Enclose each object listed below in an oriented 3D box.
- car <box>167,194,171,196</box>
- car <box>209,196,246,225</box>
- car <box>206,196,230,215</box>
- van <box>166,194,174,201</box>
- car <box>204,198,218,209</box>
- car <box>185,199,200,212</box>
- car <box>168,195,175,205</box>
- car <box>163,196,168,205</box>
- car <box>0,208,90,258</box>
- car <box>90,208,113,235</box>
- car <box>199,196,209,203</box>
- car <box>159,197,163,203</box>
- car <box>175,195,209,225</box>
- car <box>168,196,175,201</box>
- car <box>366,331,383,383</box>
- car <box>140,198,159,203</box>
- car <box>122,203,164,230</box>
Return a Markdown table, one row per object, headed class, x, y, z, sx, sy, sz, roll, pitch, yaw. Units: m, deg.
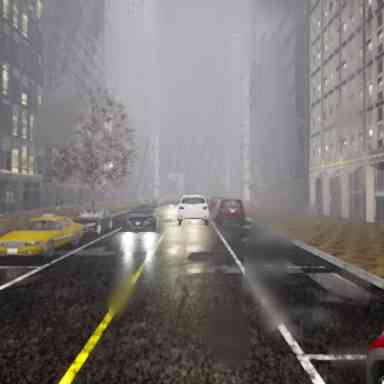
| class | x | y | z | sx | sy | sz | roll | pitch | yaw |
| --- | --- | --- | --- | --- | --- | --- | --- | --- | --- |
| car | -5.687 | 1.656 | 70.036 | 2.008 | 1.369 | 4.403 | 0 | 0 | 0 |
| car | 2.694 | 1.361 | 24.486 | 2.192 | 1.841 | 5.009 | 0 | 0 | 0 |
| car | 2.695 | 1.380 | 35.871 | 2.192 | 1.841 | 5.009 | 0 | 0 | 0 |
| van | -5.686 | 1.460 | 87.113 | 1.690 | 1.788 | 3.998 | 0 | 0 | 0 |
| car | 2.694 | 1.606 | 47.424 | 1.752 | 1.417 | 4.829 | 0 | 0 | 0 |
| car | 0.099 | 1.599 | 41.823 | 1.812 | 1.442 | 4.674 | 0 | 0 | 0 |
| car | -3.031 | 1.698 | 62.231 | 1.895 | 1.301 | 4.718 | 0 | 0 | 1 |
| car | -5.687 | 1.676 | 58.650 | 1.802 | 1.307 | 4.206 | 0 | 0 | 0 |
| car | -5.688 | 1.552 | 12.942 | 1.752 | 1.417 | 4.829 | 0 | 0 | 0 |
| car | -5.688 | 1.588 | 18.805 | 2.008 | 1.369 | 4.403 | 0 | 0 | 0 |
| car | 2.694 | 1.675 | 75.715 | 1.947 | 1.339 | 4.313 | 0 | 0 | 0 |
| car | -5.687 | 1.646 | 47.267 | 1.947 | 1.339 | 4.313 | 0 | 0 | 0 |
| car | 0.090 | 1.266 | 24.839 | 2.150 | 2.045 | 5.566 | 0 | 0 | 0 |
| car | -5.686 | 1.705 | 92.805 | 1.802 | 1.307 | 4.206 | 0 | 0 | 0 |
| car | 2.693 | 1.444 | 1.718 | 1.967 | 1.590 | 4.097 | 0 | 0 | 0 |
| car | -5.687 | 1.624 | 41.575 | 2.008 | 1.369 | 4.403 | 0 | 0 | 0 |
| car | -3.100 | 1.604 | 20.993 | 1.994 | 1.385 | 4.181 | 0 | 0 | 0 |
